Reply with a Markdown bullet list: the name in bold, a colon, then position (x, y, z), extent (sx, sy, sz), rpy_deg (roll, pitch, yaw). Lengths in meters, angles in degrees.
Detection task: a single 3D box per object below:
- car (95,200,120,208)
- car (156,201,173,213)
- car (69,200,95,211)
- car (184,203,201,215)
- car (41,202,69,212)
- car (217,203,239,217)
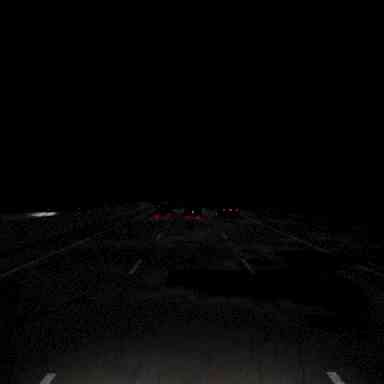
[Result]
- **car**: position (-10.586, 1.797, 42.943), extent (1.837, 1.490, 4.892), rpy_deg (0, 0, 0)
- **car**: position (-3.400, 1.812, 41.921), extent (1.812, 1.442, 4.674), rpy_deg (0, 0, 0)
- **car**: position (-14.084, 1.803, 43.753), extent (1.837, 1.490, 4.892), rpy_deg (0, 0, 0)
- **car**: position (0.100, 1.861, 38.087), extent (1.895, 1.301, 4.718), rpy_deg (0, 0, 0)
- **car**: position (-17.587, 1.895, 43.013), extent (1.895, 1.301, 4.718), rpy_deg (0, 0, 0)
- **car**: position (3.600, 1.777, 33.680), extent (2.033, 1.411, 5.357), rpy_deg (0, 0, 0)
